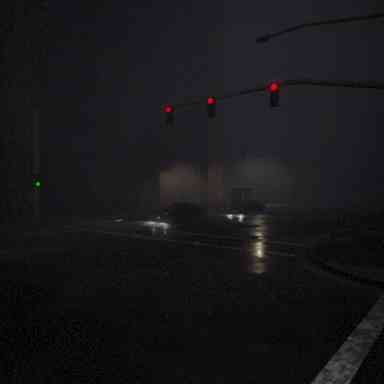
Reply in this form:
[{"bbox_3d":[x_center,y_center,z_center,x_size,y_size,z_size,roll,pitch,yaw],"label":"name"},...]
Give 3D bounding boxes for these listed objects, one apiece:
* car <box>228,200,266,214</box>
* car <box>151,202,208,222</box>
[{"bbox_3d":[5.915,1.548,35.316,2.033,1.411,5.357,0,0,39],"label":"car"},{"bbox_3d":[-0.831,1.547,27.075,2.033,1.411,5.357,0,0,39],"label":"car"}]
